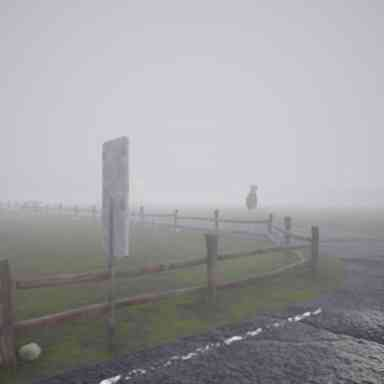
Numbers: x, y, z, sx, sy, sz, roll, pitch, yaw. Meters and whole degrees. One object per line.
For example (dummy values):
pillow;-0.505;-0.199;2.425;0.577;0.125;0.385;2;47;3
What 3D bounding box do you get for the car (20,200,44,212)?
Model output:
car;-22.946;1.908;47.734;2.097;1.767;4.553;1;-1;-44
